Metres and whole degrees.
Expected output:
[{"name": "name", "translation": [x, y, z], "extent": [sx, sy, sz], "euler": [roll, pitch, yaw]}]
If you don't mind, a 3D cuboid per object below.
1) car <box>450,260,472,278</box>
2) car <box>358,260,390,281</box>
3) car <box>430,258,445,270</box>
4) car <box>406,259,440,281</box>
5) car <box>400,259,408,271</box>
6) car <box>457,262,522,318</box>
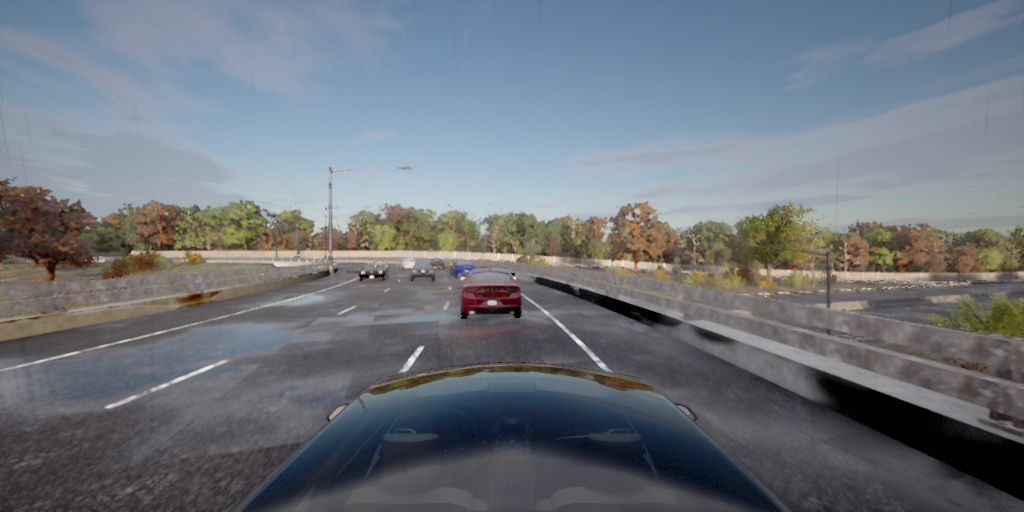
[{"name": "car", "translation": [-4.316, 1.081, 31.424], "extent": [1.882, 1.535, 5.008], "euler": [0, 0, -15]}, {"name": "car", "translation": [-10.829, 1.234, 28.388], "extent": [1.895, 1.301, 4.718], "euler": [0, 0, -15]}, {"name": "car", "translation": [-10.259, 1.035, 47.629], "extent": [1.837, 1.490, 4.892], "euler": [0, 0, -24]}, {"name": "car", "translation": [-7.165, 1.171, 28.779], "extent": [2.033, 1.411, 5.357], "euler": [0, 0, -15]}, {"name": "car", "translation": [-13.084, 1.074, 45.368], "extent": [1.812, 1.442, 4.674], "euler": [0, 0, -24]}, {"name": "car", "translation": [-0.816, 1.171, 12.796], "extent": [1.882, 1.535, 5.008], "euler": [0, 1, -6]}]
